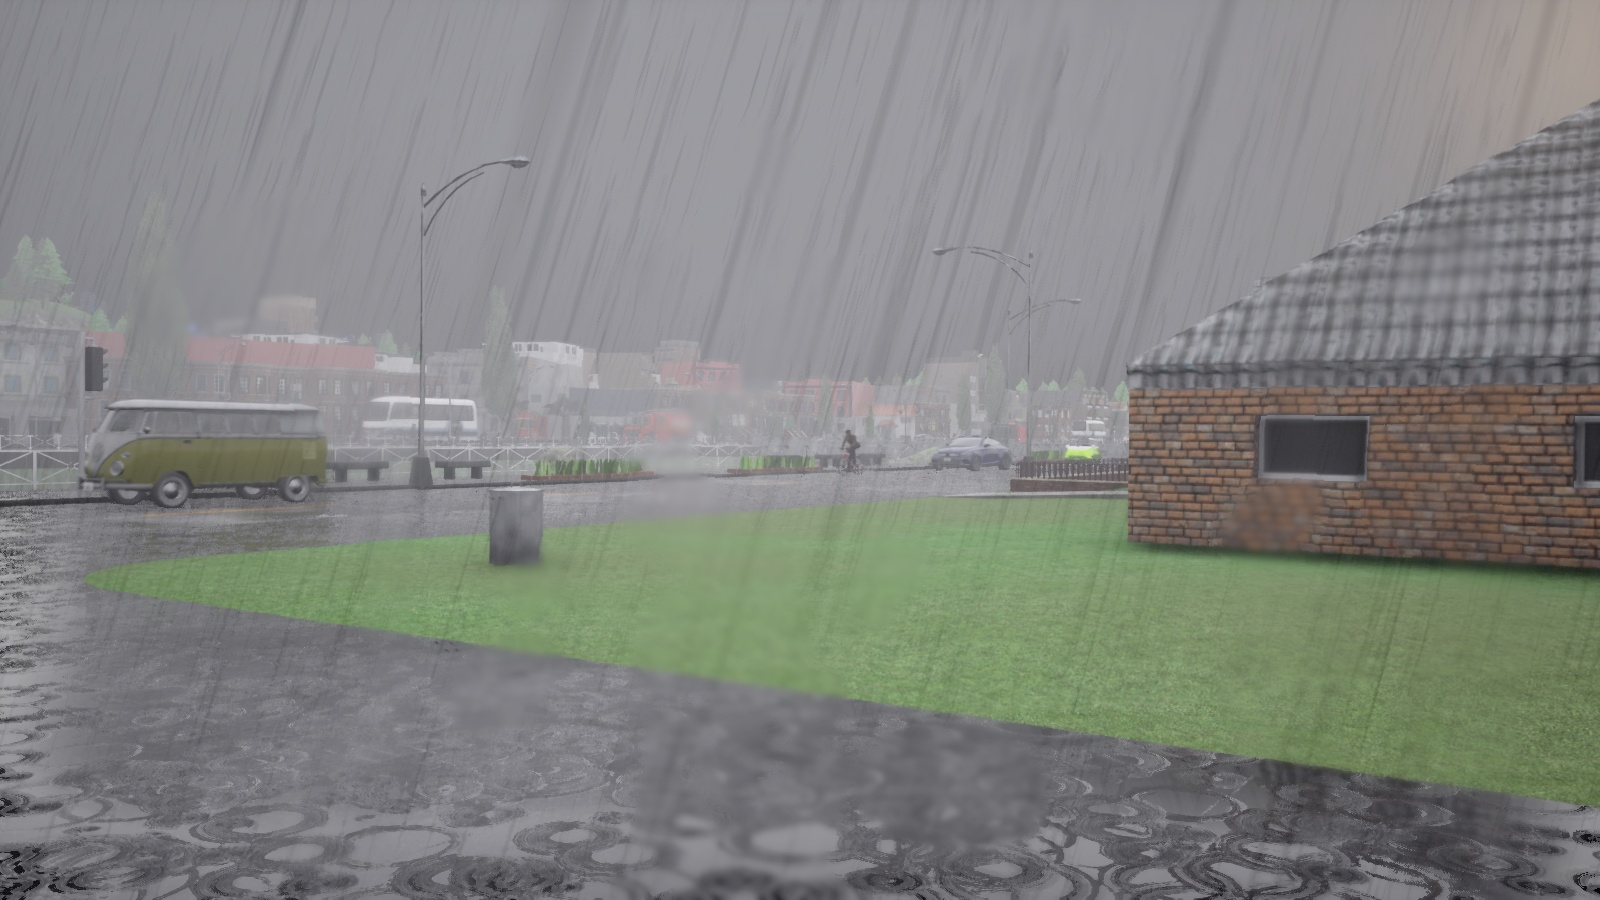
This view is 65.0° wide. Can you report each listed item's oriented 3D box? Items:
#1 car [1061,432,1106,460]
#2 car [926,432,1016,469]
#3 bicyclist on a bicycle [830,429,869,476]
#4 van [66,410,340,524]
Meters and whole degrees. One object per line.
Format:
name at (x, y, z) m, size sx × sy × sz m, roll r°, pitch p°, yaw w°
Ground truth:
car at (14.133, -0.195, 62.484) m, size 1.481 × 1.376 × 2.207 m, roll 0°, pitch 1°, yaw 34°
car at (7.130, -0.016, 51.939) m, size 1.812 × 1.442 × 4.674 m, roll 0°, pitch 1°, yaw 34°
bicyclist on a bicycle at (1.744, 0.070, 43.827) m, size 0.582 × 1.620 × 1.656 m, roll 0°, pitch 1°, yaw 34°
van at (-11.329, 0.257, 24.141) m, size 1.775 × 1.987 × 4.442 m, roll 0°, pitch 1°, yaw 34°
